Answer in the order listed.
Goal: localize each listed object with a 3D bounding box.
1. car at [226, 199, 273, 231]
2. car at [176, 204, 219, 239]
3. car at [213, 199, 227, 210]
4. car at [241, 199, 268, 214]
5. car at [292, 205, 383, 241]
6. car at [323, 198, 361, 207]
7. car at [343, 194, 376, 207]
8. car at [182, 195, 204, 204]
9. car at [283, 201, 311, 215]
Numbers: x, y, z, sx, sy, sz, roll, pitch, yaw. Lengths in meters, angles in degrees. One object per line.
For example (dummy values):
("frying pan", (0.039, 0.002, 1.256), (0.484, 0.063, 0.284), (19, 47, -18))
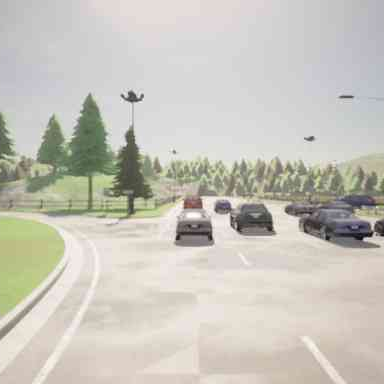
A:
("car", (3.610, 1.411, 20.926), (2.097, 1.767, 4.553), (0, 0, 0))
("car", (0.108, 1.598, 17.533), (2.033, 1.411, 5.357), (0, 0, 0))
("car", (3.619, 1.591, 39.860), (1.882, 1.535, 5.008), (0, 0, 0))
("car", (7.117, 1.600, 38.268), (2.128, 1.511, 4.902), (0, 0, 0))
("car", (7.108, 1.595, 17.039), (2.033, 1.411, 5.357), (0, 0, 0))
("car", (14.115, 1.638, 32.943), (2.033, 1.411, 5.357), (0, 0, 0))
("car", (21.918, 1.339, 45.374), (2.150, 2.045, 5.566), (0, -1, -43))
("car", (0.116, 1.329, 37.486), (2.150, 2.045, 5.566), (0, 0, 0))
("car", (10.615, 1.639, 32.916), (2.033, 1.411, 5.357), (0, 0, 0))
